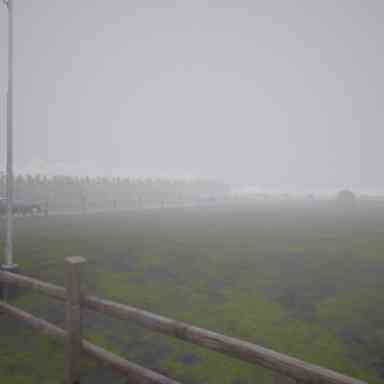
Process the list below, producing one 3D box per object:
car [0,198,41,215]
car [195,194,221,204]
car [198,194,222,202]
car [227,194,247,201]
[{"bbox_3d":[-14.988,1.232,27.312,1.882,1.535,5.008,-1,0,35],"label":"car"},{"bbox_3d":[2.355,0.980,51.693,2.128,1.511,4.902,-1,0,36],"label":"car"},{"bbox_3d":[3.110,1.081,57.596,1.895,1.301,4.718,-1,0,35],"label":"car"},{"bbox_3d":[8.280,0.999,60.135,1.895,1.301,4.718,-1,0,35],"label":"car"}]
